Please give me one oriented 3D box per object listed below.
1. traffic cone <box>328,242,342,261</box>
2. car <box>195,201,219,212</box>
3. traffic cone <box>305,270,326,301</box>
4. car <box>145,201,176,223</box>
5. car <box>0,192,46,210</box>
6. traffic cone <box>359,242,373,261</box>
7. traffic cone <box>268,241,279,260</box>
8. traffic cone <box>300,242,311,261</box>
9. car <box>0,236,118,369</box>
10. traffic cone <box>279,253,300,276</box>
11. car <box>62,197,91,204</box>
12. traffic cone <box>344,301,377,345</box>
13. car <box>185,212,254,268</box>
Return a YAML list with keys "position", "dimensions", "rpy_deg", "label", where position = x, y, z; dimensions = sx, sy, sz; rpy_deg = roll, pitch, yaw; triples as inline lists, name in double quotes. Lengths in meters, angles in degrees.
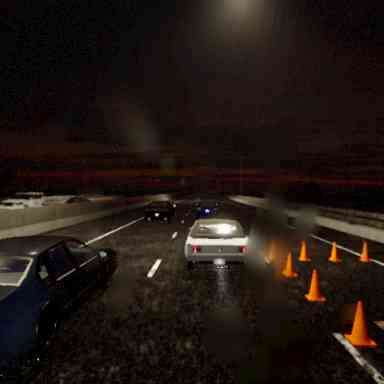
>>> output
- position: [4.711, 1.947, 10.976]
  dimensions: [0.340, 0.580, 0.340]
  rpy_deg: [0, 0, 2]
  label: "traffic cone"
- position: [1.295, 1.489, 28.594]
  dimensions: [1.994, 1.385, 4.181]
  rpy_deg: [0, 0, 2]
  label: "car"
- position: [2.600, 1.948, 7.035]
  dimensions: [0.340, 0.580, 0.340]
  rpy_deg: [0, 0, 2]
  label: "traffic cone"
- position: [-2.306, 1.396, 25.033]
  dimensions: [1.882, 1.535, 5.008]
  rpy_deg: [0, 0, 2]
  label: "car"
- position: [-16.299, 1.054, 32.418]
  dimensions: [2.150, 2.045, 5.566]
  rpy_deg: [0, 0, 2]
  label: "car"
- position: [5.711, 1.952, 10.948]
  dimensions: [0.340, 0.580, 0.340]
  rpy_deg: [0, 0, 2]
  label: "traffic cone"
- position: [2.712, 1.938, 11.033]
  dimensions: [0.340, 0.580, 0.340]
  rpy_deg: [0, 0, 2]
  label: "traffic cone"
- position: [3.712, 1.942, 11.005]
  dimensions: [0.340, 0.580, 0.340]
  rpy_deg: [0, 0, 2]
  label: "traffic cone"
- position: [-2.842, 1.518, 5.994]
  dimensions: [2.033, 1.411, 5.357]
  rpy_deg: [0, 0, 2]
  label: "car"
- position: [2.656, 1.943, 9.034]
  dimensions: [0.340, 0.580, 0.340]
  rpy_deg: [0, 0, 2]
  label: "traffic cone"
- position: [-12.675, 1.313, 36.693]
  dimensions: [1.882, 1.535, 5.008]
  rpy_deg: [0, 0, 2]
  label: "car"
- position: [2.543, 1.953, 5.035]
  dimensions: [0.340, 0.580, 0.340]
  rpy_deg: [0, 0, 2]
  label: "traffic cone"
- position: [0.804, 1.574, 11.145]
  dimensions: [1.895, 1.301, 4.718]
  rpy_deg: [0, 0, 2]
  label: "car"
